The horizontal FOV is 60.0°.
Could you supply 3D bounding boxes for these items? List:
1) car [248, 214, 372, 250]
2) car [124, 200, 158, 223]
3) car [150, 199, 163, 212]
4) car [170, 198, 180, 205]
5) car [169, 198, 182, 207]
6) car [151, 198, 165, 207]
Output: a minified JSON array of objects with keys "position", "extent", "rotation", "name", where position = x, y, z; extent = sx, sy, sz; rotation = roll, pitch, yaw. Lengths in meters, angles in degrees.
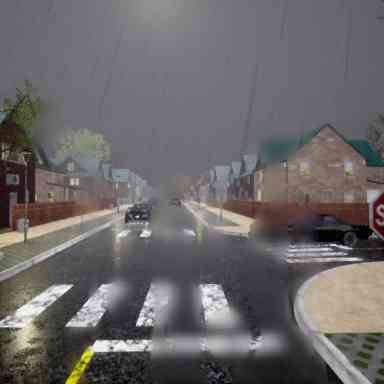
[{"position":[4.789,1.584,13.843],"extent":[4.718,1.301,1.895],"rotation":[-1,-1,-10],"name":"car"},{"position":[-3.993,1.603,25.917],"extent":[1.994,1.385,4.181],"rotation":[0,0,-2],"name":"car"},{"position":[-4.526,1.628,35.285],"extent":[2.033,1.411,5.357],"rotation":[0,0,-3],"name":"car"},{"position":[-3.360,1.896,65.360],"extent":[1.895,1.301,4.718],"rotation":[0,-1,-3],"name":"car"},{"position":[-2.778,1.715,54.930],"extent":[1.837,1.490,4.892],"rotation":[0,0,-3],"name":"car"},{"position":[-5.582,1.772,54.906],"extent":[1.994,1.385,4.181],"rotation":[0,0,-3],"name":"car"}]
